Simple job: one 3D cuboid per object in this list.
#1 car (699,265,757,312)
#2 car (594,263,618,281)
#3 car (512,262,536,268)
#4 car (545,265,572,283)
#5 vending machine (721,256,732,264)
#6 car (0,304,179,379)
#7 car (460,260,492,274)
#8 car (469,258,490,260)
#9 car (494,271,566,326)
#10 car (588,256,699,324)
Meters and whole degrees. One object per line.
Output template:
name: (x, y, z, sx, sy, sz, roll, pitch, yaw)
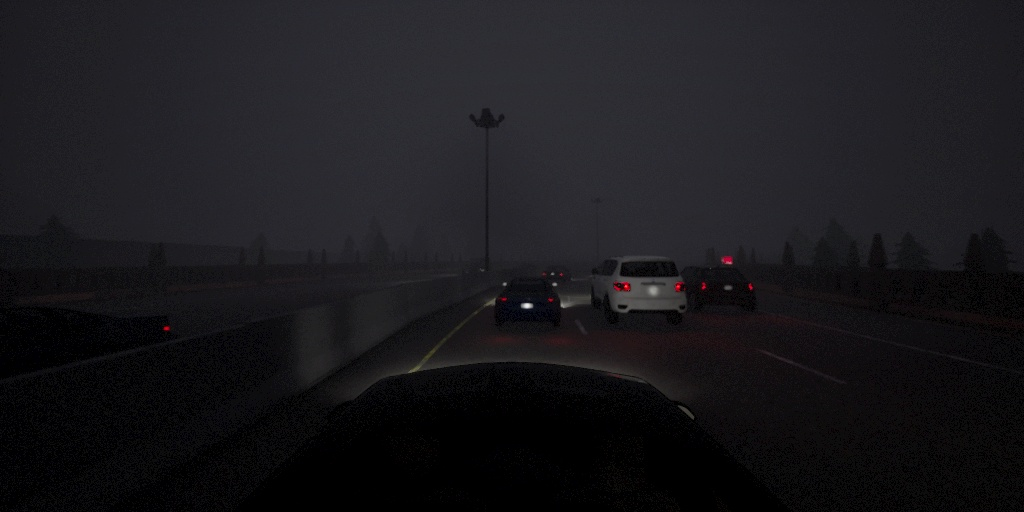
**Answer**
car: (7.934, 1.158, 14.855, 2.097, 1.767, 4.553, 0, 0, 7)
car: (8.860, 1.393, 33.637, 1.837, 1.490, 4.892, 0, 0, 19)
car: (1.470, 1.469, 43.909, 2.128, 1.511, 4.902, 0, 0, 23)
car: (3.764, 1.431, 29.400, 2.033, 1.411, 5.357, 0, 0, 16)
vending machine: (22.597, 1.037, 37.626, 1.100, 2.100, 0.880, 0, 0, 26)
car: (-7.027, 1.310, 4.093, 2.033, 1.411, 5.357, 0, 0, 1)
car: (-3.908, 1.464, 39.927, 2.128, 1.511, 4.902, 0, 0, 21)
car: (-4.627, 1.252, 47.428, 2.150, 2.045, 5.566, -1, -1, 25)
car: (0.580, 1.366, 11.963, 1.994, 1.385, 4.181, 0, 0, 5)
car: (4.110, 1.022, 12.478, 2.150, 2.045, 5.566, 0, 0, 5)
